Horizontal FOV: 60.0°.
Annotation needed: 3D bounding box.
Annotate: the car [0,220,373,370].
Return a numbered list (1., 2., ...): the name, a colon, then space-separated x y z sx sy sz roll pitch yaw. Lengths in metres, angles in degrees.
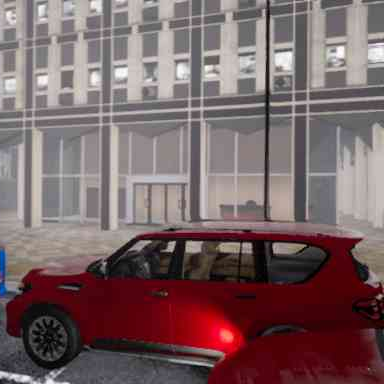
1. car: -0.045 1.341 4.716 5.009 1.841 2.192 0 0 15

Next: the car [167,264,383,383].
1. car: 2.367 1.539 2.131 4.674 1.442 1.812 0 0 17
